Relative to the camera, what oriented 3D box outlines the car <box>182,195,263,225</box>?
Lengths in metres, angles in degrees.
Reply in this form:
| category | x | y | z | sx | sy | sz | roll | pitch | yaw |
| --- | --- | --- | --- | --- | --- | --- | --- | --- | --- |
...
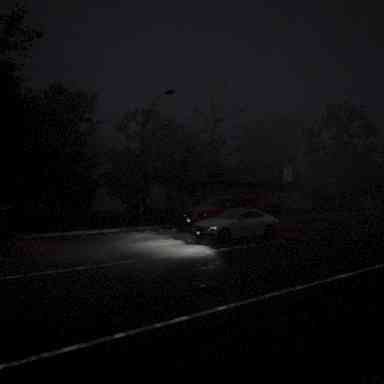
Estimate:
| category | x | y | z | sx | sy | sz | roll | pitch | yaw |
| --- | --- | --- | --- | --- | --- | --- | --- | --- | --- |
| car | 2.063 | 1.211 | 20.152 | 5.566 | 2.045 | 2.150 | -1 | 0 | -35 |

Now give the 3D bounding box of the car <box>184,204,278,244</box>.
| category | x | y | z | sx | sy | sz | roll | pitch | yaw |
| --- | --- | --- | --- | --- | --- | --- | --- | --- | --- |
| car | 2.172 | 1.519 | 15.948 | 4.674 | 1.442 | 1.812 | 0 | 0 | -35 |

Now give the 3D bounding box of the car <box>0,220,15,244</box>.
| category | x | y | z | sx | sy | sz | roll | pitch | yaw |
| --- | --- | --- | --- | --- | --- | --- | --- | --- | --- |
| car | -9.142 | 1.526 | 12.209 | 4.674 | 1.442 | 1.812 | 0 | 0 | -35 |
